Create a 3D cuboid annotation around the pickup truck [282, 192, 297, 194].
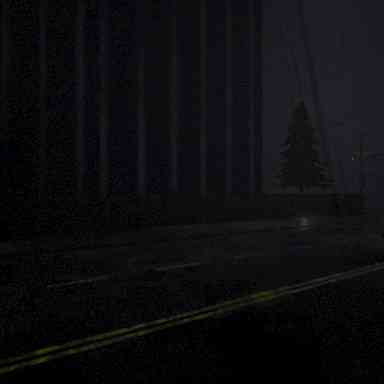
[{"bbox_3d":[23.080,1.056,78.066,2.390,2.098,6.274,0,0,-6],"label":"pickup truck"}]
